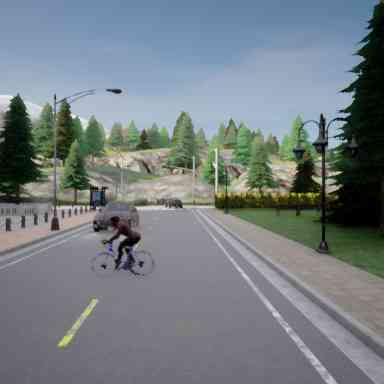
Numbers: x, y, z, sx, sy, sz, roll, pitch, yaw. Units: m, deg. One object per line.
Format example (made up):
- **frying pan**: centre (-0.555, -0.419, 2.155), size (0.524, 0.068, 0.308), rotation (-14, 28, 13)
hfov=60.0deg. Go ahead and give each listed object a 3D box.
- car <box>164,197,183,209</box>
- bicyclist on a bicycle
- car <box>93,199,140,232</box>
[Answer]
- **car**: centre (-2.577, 1.509, 45.797), size (1.837, 1.490, 4.892), rotation (0, 0, -15)
- **bicyclist on a bicycle**: centre (-1.843, 1.453, 8.780), size (1.656, 1.620, 0.582), rotation (-2, 0, -3)
- **car**: centre (-4.401, 1.351, 19.902), size (2.097, 1.767, 4.553), rotation (0, 0, -2)
